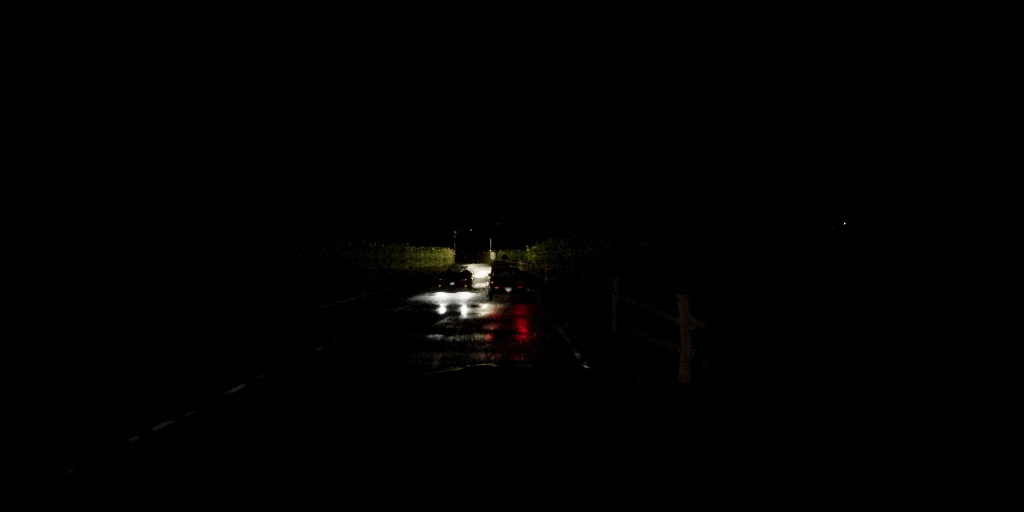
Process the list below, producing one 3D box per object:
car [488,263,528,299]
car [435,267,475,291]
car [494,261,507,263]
[{"bbox_3d":[-0.228,1.281,17.948,1.812,1.442,4.674,0,0,-2],"label":"car"},{"bbox_3d":[-3.308,1.321,21.523,1.994,1.385,4.181,0,0,-2],"label":"car"},{"bbox_3d":[-1.184,1.256,36.493,1.882,1.535,5.008,0,0,-4],"label":"car"}]
